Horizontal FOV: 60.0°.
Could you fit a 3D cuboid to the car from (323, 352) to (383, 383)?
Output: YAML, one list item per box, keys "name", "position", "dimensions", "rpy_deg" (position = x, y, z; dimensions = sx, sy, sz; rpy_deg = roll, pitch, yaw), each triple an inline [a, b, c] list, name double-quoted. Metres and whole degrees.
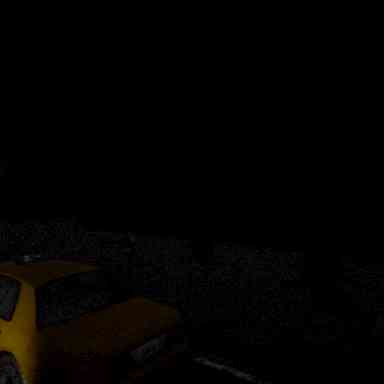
- name: "car"
  position: [2.408, 1.451, 1.247]
  dimensions: [4.097, 1.590, 1.967]
  rpy_deg: [1, 0, 36]

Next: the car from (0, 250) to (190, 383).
- name: "car"
  position: [-2.302, 1.490, 4.613]
  dimensions: [4.829, 1.417, 1.752]
  rpy_deg: [1, 0, 36]
